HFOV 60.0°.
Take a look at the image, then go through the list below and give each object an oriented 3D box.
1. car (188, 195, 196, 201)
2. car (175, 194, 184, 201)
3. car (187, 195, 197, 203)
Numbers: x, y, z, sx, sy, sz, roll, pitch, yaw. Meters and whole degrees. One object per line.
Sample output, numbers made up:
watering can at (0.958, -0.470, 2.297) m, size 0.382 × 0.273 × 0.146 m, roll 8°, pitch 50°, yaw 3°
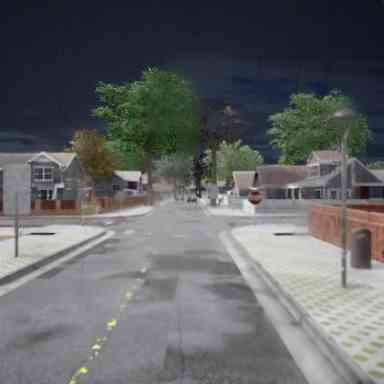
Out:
car at (0.009, 1.463, 79.280) m, size 1.812 × 1.442 × 4.674 m, roll 0°, pitch 0°, yaw 0°
car at (-2.741, 1.220, 73.032) m, size 2.128 × 1.511 × 4.902 m, roll 0°, pitch 0°, yaw 0°
car at (0.008, 1.424, 69.248) m, size 2.097 × 1.767 × 4.553 m, roll 0°, pitch 0°, yaw 0°
